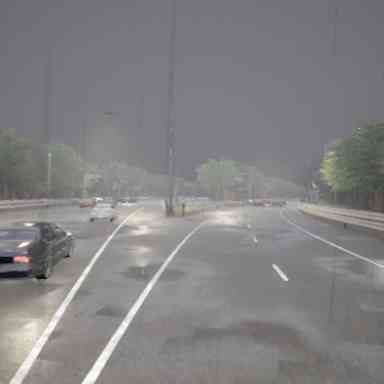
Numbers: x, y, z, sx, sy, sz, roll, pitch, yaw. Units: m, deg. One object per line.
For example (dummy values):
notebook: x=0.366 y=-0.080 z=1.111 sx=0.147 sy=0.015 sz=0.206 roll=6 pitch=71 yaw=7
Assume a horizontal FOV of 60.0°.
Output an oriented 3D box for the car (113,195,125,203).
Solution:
car: x=-17.441 y=1.728 z=79.284 sx=2.150 sy=2.045 sz=5.566 roll=1 pitch=-1 yaw=0

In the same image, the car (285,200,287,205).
car: x=20.546 y=2.303 z=76.253 sx=1.882 sy=1.535 sz=5.008 roll=0 pitch=-1 yaw=20

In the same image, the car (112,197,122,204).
car: x=-13.042 y=1.893 z=53.442 sx=1.994 sy=1.385 sz=4.181 roll=1 pitch=0 yaw=-3

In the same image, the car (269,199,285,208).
car: x=17.030 y=2.303 z=66.478 sx=1.837 sy=1.490 sz=4.892 roll=0 pitch=-1 yaw=20

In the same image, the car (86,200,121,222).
car: x=-7.364 y=1.704 z=28.165 sx=1.812 sy=1.442 sz=4.674 roll=1 pitch=-1 yaw=-7

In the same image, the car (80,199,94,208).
car: x=-16.545 y=1.849 z=53.575 sx=1.994 sy=1.385 sz=4.181 roll=1 pitch=-1 yaw=-3

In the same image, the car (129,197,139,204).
car: x=-13.942 y=2.053 z=79.980 sx=1.837 sy=1.490 sz=4.892 roll=1 pitch=-1 yaw=0

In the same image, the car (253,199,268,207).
car: x=13.460 y=2.247 z=66.893 sx=1.882 sy=1.535 sz=5.008 roll=0 pitch=-1 yaw=20

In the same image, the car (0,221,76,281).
car: x=-4.831 y=1.578 z=9.848 sx=2.033 sy=1.411 sz=5.357 roll=1 pitch=-1 yaw=-9
